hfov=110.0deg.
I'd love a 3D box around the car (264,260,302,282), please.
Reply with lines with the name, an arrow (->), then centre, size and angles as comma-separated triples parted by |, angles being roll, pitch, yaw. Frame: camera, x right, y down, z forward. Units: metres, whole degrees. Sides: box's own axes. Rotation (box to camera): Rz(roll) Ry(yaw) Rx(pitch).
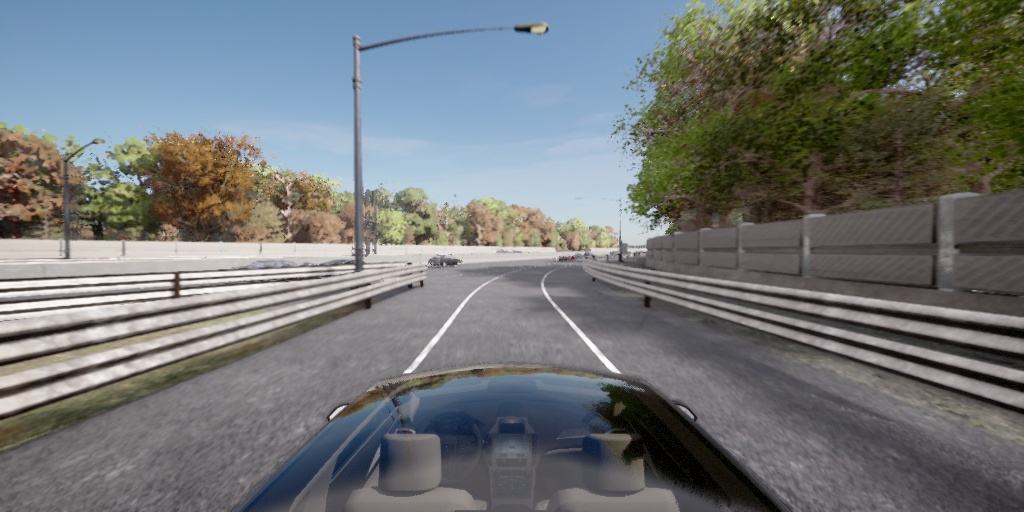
car -> -13.066, 1.030, 23.504 | 1.895, 1.301, 4.718 | 0, 1, 25

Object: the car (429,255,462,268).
car -> -7.842, 0.613, 42.592 | 2.128, 1.511, 4.902 | 0, 1, 26

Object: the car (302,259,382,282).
car -> -9.848, 0.940, 22.115 | 1.837, 1.490, 4.892 | 0, 1, 25

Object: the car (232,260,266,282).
car -> -16.272, 0.972, 24.909 | 2.033, 1.411, 5.357 | 0, 1, 25

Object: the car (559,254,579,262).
car -> 9.794, 0.331, 63.073 | 1.895, 1.301, 4.718 | 0, 1, 26
